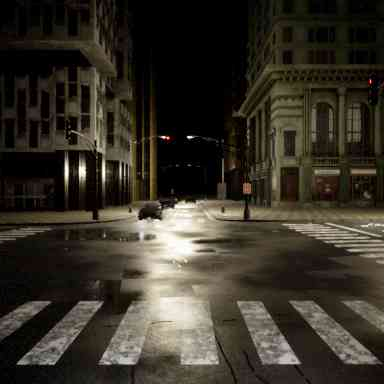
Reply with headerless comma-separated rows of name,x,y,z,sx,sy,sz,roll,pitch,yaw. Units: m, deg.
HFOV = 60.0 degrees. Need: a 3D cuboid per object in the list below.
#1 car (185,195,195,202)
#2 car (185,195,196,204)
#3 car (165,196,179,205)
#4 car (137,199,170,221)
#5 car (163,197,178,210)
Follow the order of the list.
car,-0.427,1.454,73.760,1.994,1.385,4.181,0,0,0
car,-0.259,1.451,63.913,1.812,1.442,4.674,0,0,0
car,-3.386,1.487,57.320,2.033,1.411,5.357,0,0,0
car,-3.164,1.537,27.102,2.033,1.411,5.357,0,0,0
car,-3.273,1.531,43.339,1.994,1.385,4.181,0,0,-1
